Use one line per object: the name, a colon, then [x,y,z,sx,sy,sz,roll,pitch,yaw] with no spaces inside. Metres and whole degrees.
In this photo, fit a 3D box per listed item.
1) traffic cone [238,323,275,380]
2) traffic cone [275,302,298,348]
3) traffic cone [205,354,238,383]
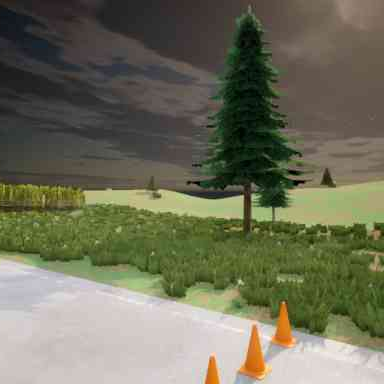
traffic cone: [0.793,1.955,4.196,0.340,0.580,0.340,0,0,36]
traffic cone: [1.378,1.955,5.007,0.340,0.580,0.340,0,0,36]
traffic cone: [0.209,1.955,3.385,0.340,0.580,0.340,0,0,36]
